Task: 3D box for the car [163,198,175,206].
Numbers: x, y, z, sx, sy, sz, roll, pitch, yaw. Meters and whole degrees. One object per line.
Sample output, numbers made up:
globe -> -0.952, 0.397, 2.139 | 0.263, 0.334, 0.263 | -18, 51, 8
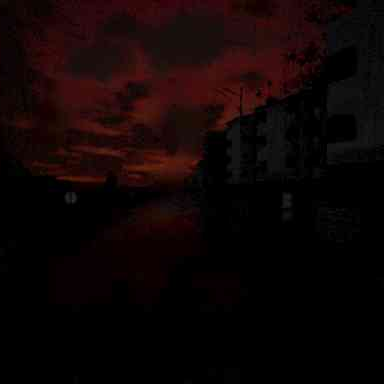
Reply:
car -> -4.044, 1.736, 58.230 | 1.895, 1.301, 4.718 | 0, 0, 1
